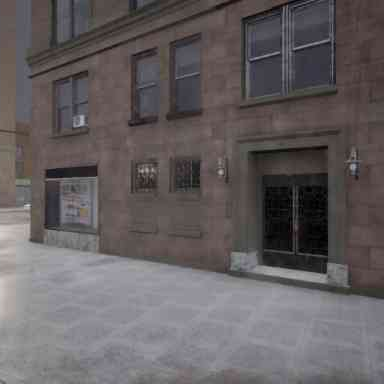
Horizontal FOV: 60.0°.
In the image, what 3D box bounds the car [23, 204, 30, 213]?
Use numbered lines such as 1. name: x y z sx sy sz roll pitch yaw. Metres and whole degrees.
1. car: -15.705 1.438 35.881 1.812 1.442 4.674 0 0 35
